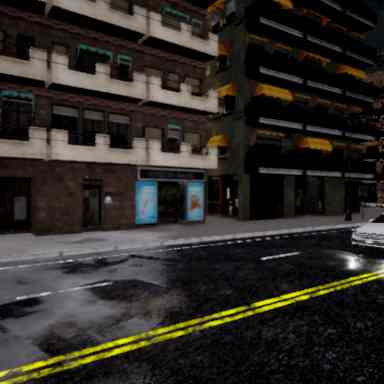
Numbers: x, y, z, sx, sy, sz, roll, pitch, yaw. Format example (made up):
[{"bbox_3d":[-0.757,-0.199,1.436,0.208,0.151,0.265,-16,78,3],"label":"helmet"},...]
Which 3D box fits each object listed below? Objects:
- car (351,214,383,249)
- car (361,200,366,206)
[{"bbox_3d":[8.349,1.523,13.289,4.674,1.442,1.812,0,0,-33],"label":"car"},{"bbox_3d":[19.328,1.139,41.668,4.403,1.369,2.008,2,0,40],"label":"car"}]
